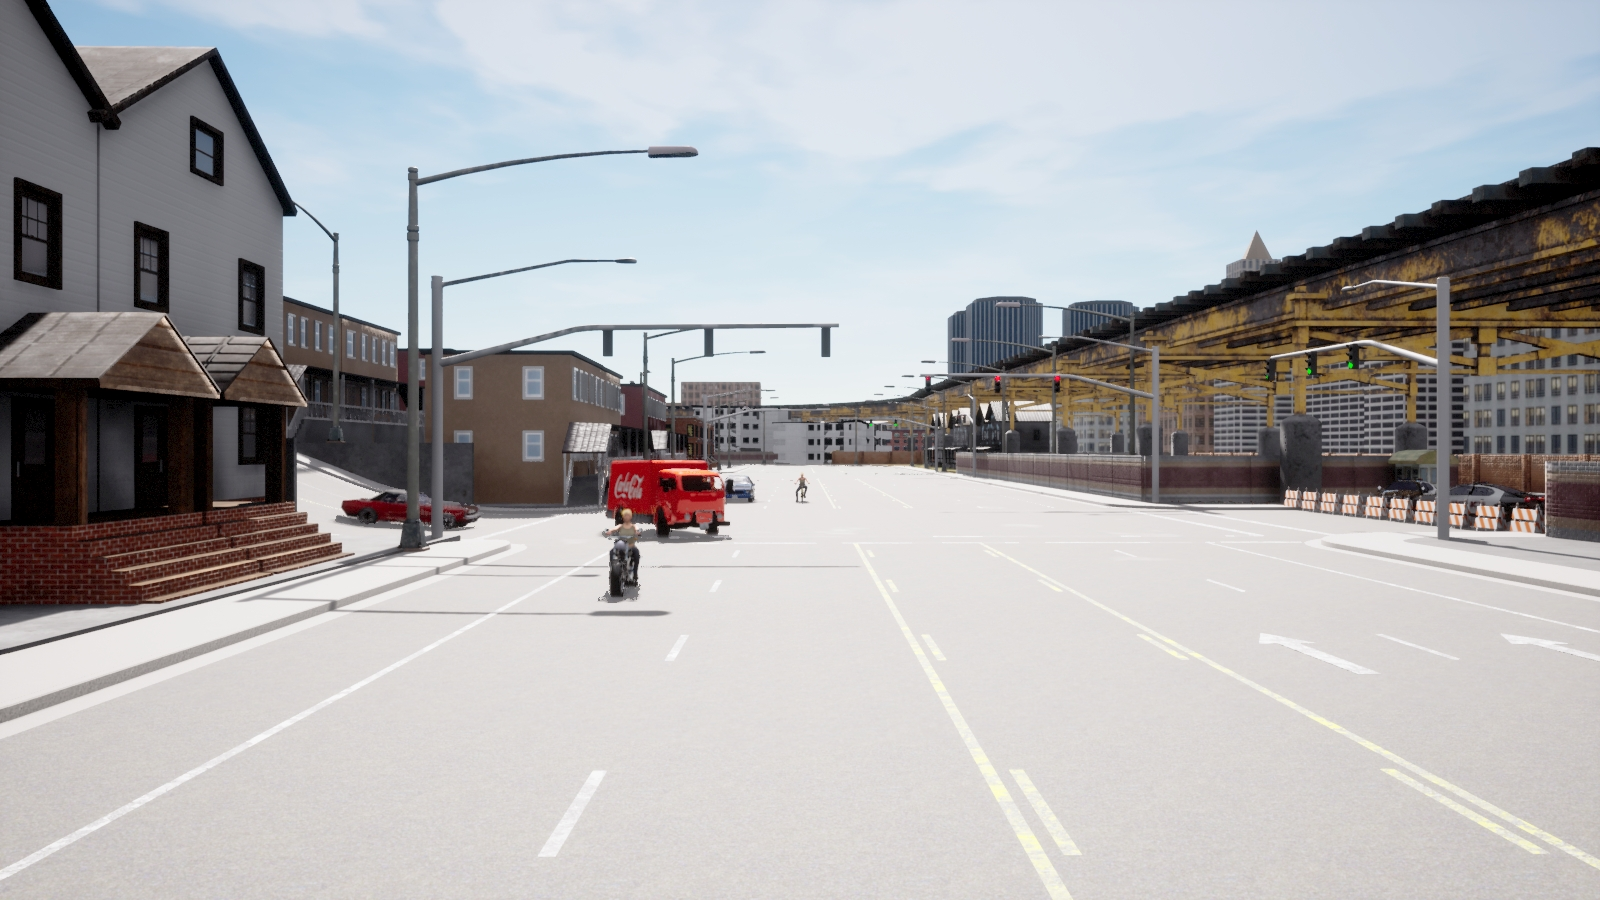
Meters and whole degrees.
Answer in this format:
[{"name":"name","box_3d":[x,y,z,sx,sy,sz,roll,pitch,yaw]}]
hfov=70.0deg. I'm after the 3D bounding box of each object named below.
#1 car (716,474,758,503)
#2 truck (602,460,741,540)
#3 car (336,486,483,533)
[{"name":"car","box_3d":[-3.449,2.106,63.014,2.033,1.411,5.357,0,0,0]},{"name":"truck","box_3d":[-4.386,1.579,38.257,2.627,2.467,5.204,1,-1,-32]},{"name":"car","box_3d":[-14.431,2.180,42.426,4.718,1.301,1.895,4,0,0]}]
